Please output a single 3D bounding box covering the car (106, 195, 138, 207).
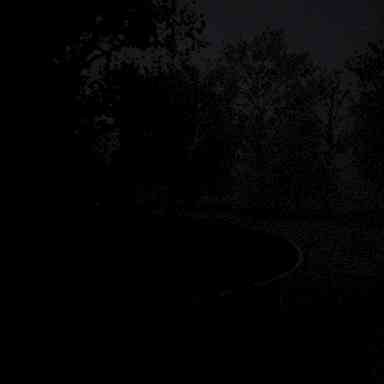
[{"bbox_3d":[-8.336,0.879,37.118,5.008,1.535,1.882,1,-1,27],"label":"car"}]
